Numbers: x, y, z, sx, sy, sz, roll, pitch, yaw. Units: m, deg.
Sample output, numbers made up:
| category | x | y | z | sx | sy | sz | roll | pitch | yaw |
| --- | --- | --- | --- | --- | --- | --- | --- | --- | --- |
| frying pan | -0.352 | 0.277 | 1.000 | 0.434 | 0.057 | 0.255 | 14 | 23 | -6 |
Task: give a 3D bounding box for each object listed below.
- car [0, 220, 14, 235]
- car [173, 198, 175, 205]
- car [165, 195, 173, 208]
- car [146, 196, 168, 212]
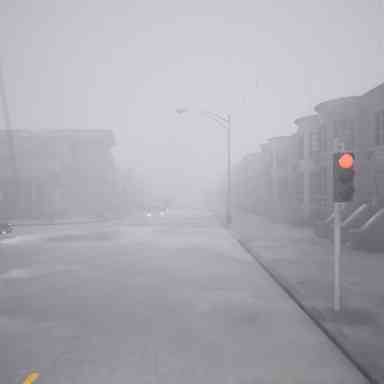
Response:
| category | x | y | z | sx | sy | sz | roll | pitch | yaw |
| --- | --- | --- | --- | --- | --- | --- | --- | --- | --- |
| car | -11.536 | 1.547 | 15.779 | 5.357 | 1.411 | 2.033 | 0 | 0 | -1 |
| car | -4.143 | 1.352 | 58.411 | 2.097 | 1.767 | 4.553 | 0 | 0 | 0 |
| car | -4.160 | 1.505 | 48.619 | 1.837 | 1.490 | 4.892 | 0 | 0 | 0 |
| car | -4.158 | 1.526 | 39.433 | 1.812 | 1.442 | 4.674 | 0 | 0 | -1 |
